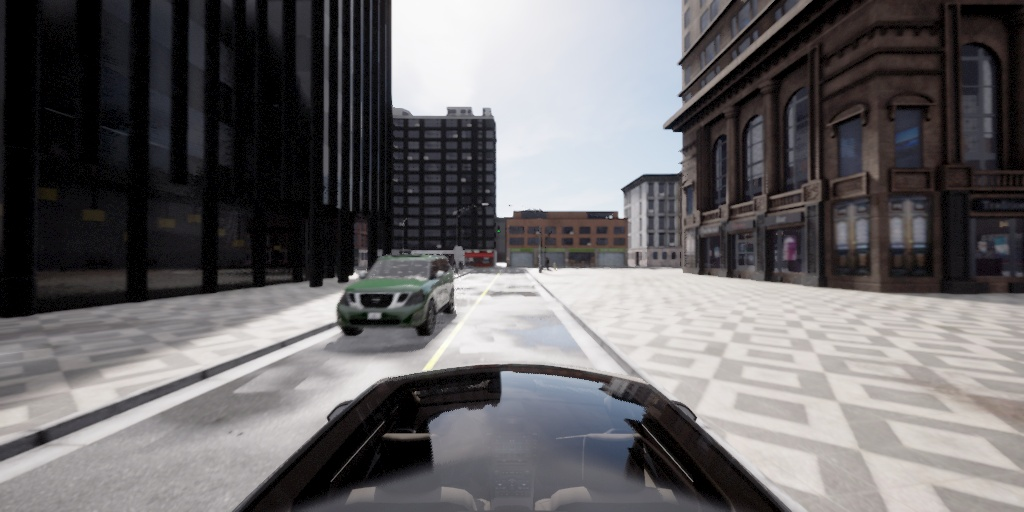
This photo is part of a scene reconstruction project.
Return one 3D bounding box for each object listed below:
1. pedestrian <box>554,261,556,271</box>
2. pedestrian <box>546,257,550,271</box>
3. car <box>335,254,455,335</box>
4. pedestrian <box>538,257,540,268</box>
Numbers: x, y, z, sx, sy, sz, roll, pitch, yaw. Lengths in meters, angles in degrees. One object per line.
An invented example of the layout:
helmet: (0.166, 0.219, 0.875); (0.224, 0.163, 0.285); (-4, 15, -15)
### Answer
pedestrian: (5.631, 1.259, 47.172); (0.375, 1.300, 0.375); (0, -1, 0)
pedestrian: (4.631, 0.983, 46.575); (0.375, 1.860, 0.375); (0, -1, 0)
car: (-3.101, 0.972, 10.834); (2.150, 2.045, 5.566); (0, 0, 0)
pedestrian: (3.631, 0.990, 47.775); (0.375, 1.860, 0.375); (0, -1, 0)
